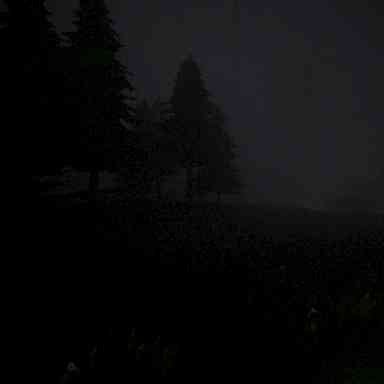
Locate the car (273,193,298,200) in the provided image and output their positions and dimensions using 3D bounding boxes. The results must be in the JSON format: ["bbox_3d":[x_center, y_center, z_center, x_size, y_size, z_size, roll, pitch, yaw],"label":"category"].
[{"bbox_3d":[13.375,1.016,47.687,3.988,1.617,1.851,-1,0,-36],"label":"car"}]

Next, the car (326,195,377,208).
[{"bbox_3d":[16.037,1.067,33.789,1.882,1.535,5.008,-1,0,-36],"label":"car"}]

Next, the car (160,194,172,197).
[{"bbox_3d":[-6.282,1.060,74.210,4.181,1.381,1.994,-1,0,-36],"label":"car"}]
